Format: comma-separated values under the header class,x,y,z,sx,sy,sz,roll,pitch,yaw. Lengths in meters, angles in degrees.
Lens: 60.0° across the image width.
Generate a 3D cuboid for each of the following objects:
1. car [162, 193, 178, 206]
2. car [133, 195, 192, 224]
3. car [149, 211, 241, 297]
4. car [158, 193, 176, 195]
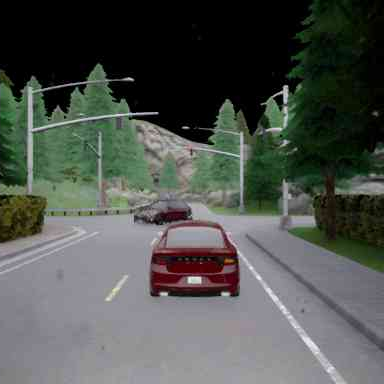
class,x,y,z,sx,sy,sz,roll,pitch,yaw
car,-3.554,1.221,54.451,2.150,2.045,5.566,0,0,0
car,-1.995,1.347,23.459,2.097,1.767,4.553,0,0,38
car,0.067,1.478,8.622,1.882,1.535,5.008,0,0,0
car,-3.583,1.221,43.479,2.150,2.045,5.566,0,0,0
